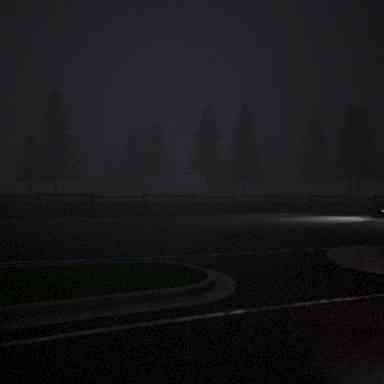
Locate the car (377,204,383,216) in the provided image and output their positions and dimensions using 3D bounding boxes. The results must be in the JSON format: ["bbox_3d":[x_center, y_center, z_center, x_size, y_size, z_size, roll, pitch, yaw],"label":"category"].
[{"bbox_3d":[16.249,1.139,24.989,4.902,1.511,2.128,1,1,-18],"label":"car"}]
